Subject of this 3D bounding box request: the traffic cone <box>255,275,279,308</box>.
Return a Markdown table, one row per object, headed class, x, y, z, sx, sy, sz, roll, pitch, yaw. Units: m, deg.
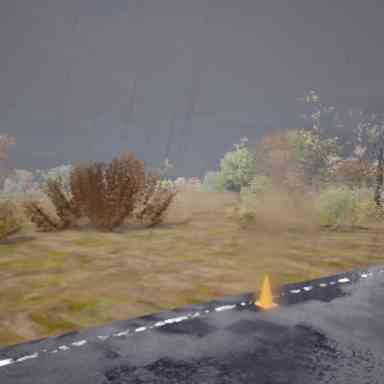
| class | x | y | z | sx | sy | sz | roll | pitch | yaw |
| --- | --- | --- | --- | --- | --- | --- | --- | --- | --- |
| traffic cone | 1.501 | 1.970 | 6.674 | 0.340 | 0.580 | 0.340 | 0 | 0 | -33 |
